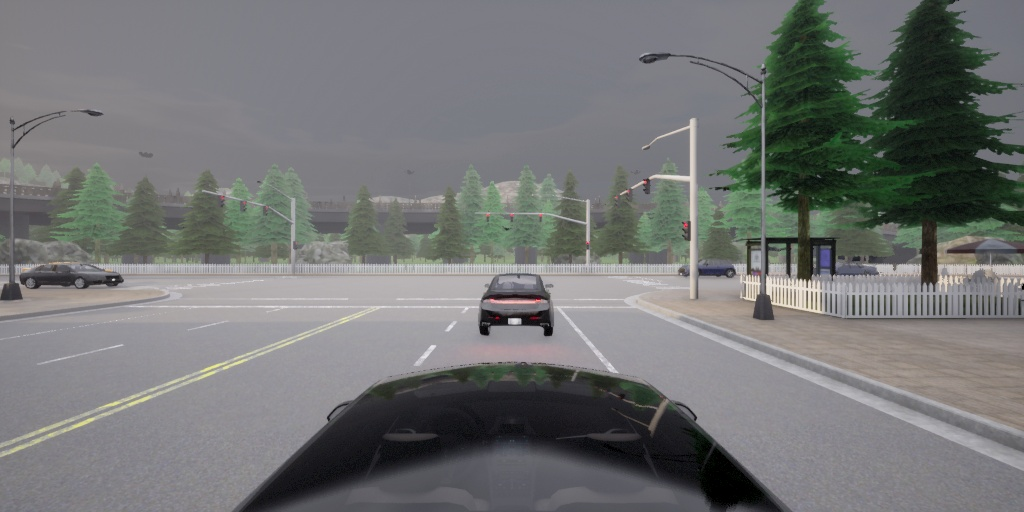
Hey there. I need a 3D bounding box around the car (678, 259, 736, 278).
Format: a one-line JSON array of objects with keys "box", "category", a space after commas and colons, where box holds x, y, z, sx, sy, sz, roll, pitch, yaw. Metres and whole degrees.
[{"box": [17.515, 1.046, 32.388, 4.553, 1.767, 2.097, 0, 0, 0], "category": "car"}]

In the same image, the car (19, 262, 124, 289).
[{"box": [-26.753, 1.199, 21.863, 4.892, 1.490, 1.837, 0, 0, 0], "category": "car"}]

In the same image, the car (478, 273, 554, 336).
[{"box": [0.181, 1.242, 10.394, 2.128, 1.511, 4.902, 0, 0, 3], "category": "car"}]

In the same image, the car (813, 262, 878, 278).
[{"box": [29.573, 1.242, 32.265, 5.357, 1.411, 2.033, 0, 0, 1], "category": "car"}]
